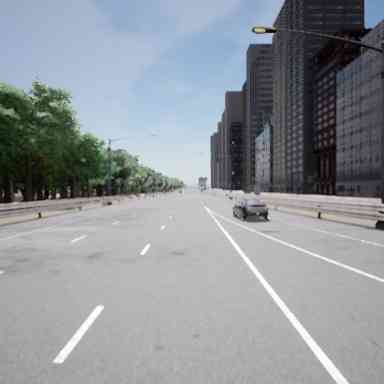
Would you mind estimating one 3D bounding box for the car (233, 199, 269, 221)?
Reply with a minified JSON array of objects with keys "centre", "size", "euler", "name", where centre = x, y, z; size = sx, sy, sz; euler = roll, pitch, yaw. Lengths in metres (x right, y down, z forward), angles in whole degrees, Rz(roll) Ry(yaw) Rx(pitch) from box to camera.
[{"centre":[4.402,1.295,25.524],"size":[2.128,1.511,4.902],"euler":[0,0,-5],"name":"car"}]
